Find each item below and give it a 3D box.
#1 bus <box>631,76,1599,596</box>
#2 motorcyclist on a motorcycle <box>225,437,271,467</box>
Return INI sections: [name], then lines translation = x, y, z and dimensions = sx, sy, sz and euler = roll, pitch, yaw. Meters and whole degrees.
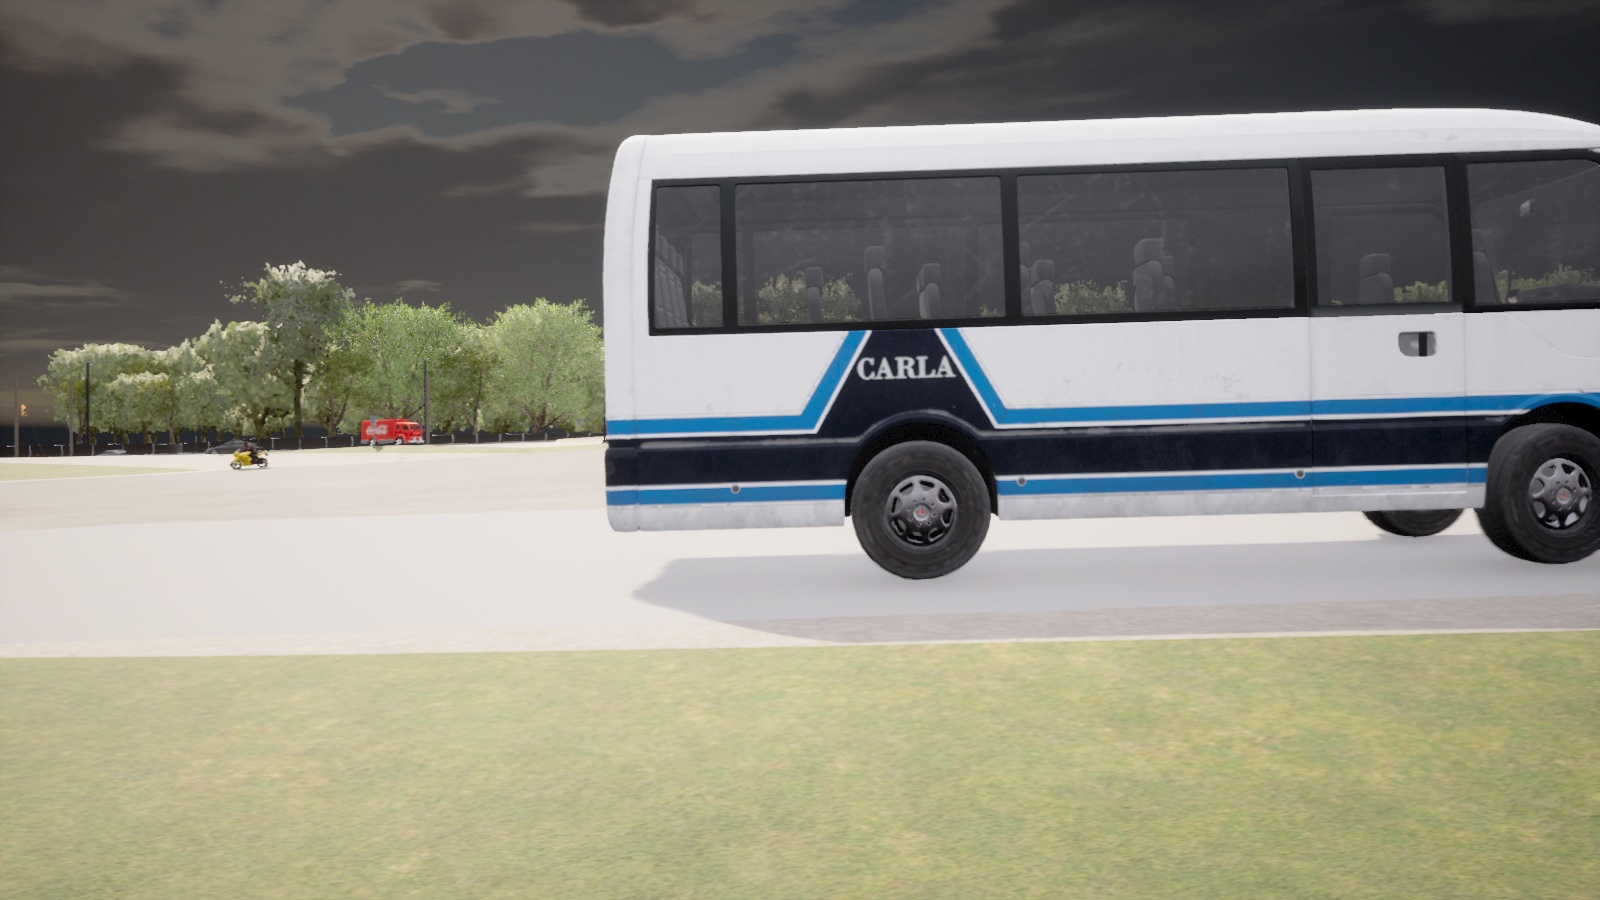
[bus]
translation = 3.773, -1.014, 12.667
dimensions = 10.273, 4.253, 3.944
euler = -1, 2, 1
[motorcyclist on a motorcycle]
translation = -30.035, 0.071, 68.327
dimensions = 2.044, 1.523, 0.797
euler = -4, 3, -43
